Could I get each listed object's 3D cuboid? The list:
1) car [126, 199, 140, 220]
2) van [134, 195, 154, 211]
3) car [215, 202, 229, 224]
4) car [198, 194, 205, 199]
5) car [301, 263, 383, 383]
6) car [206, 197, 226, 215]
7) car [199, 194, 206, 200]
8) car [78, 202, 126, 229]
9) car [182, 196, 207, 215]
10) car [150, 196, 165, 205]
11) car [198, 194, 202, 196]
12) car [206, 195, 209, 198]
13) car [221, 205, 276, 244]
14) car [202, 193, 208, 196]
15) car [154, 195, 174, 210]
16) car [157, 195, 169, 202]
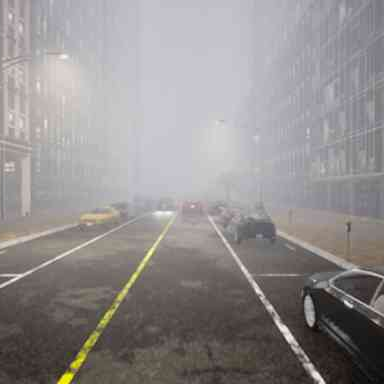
[{"bbox_3d":[-5.717,1.485,26.783,1.947,1.339,4.313,0,0,0],"label":"car"},{"bbox_3d":[-5.728,1.220,38.178,1.690,1.788,3.998,0,0,0],"label":"van"},{"bbox_3d":[2.668,1.520,21.094,1.802,1.307,4.206,0,0,0],"label":"car"},{"bbox_3d":[2.607,1.174,89.629,1.752,1.417,4.829,0,0,0],"label":"car"},{"bbox_3d":[2.683,1.539,4.002,2.008,1.369,4.403,0,0,0],"label":"car"},{"bbox_3d":[2.658,1.465,32.487,1.947,1.339,4.313,0,0,0],"label":"car"},{"bbox_3d":[2.612,1.261,83.763,1.802,1.307,4.206,0,0,0],"label":"car"},{"bbox_3d":[-5.712,1.464,20.917,1.752,1.417,4.829,0,0,0],"label":"car"},{"bbox_3d":[0.067,1.401,32.971,2.163,1.488,4.792,0,0,0],"label":"car"},{"bbox_3d":[-5.743,1.364,55.270,2.008,1.369,4.403,0,0,0],"label":"car"},{"bbox_3d":[-0.011,1.345,48.278,2.163,1.488,4.792,0,0,0],"label":"car"},{"bbox_3d":[2.653,1.424,38.185,1.887,1.381,4.507,0,0,0],"label":"car"},{"bbox_3d":[2.673,1.506,15.397,2.008,1.369,4.403,0,0,0],"label":"car"},{"bbox_3d":[2.638,1.338,55.446,1.752,1.417,4.829,0,0,0],"label":"car"},{"bbox_3d":[-3.129,1.366,39.793,2.128,1.511,4.902,0,0,0],"label":"car"},{"bbox_3d":[-5.753,1.314,66.664,2.008,1.369,4.403,0,0,0],"label":"car"}]
